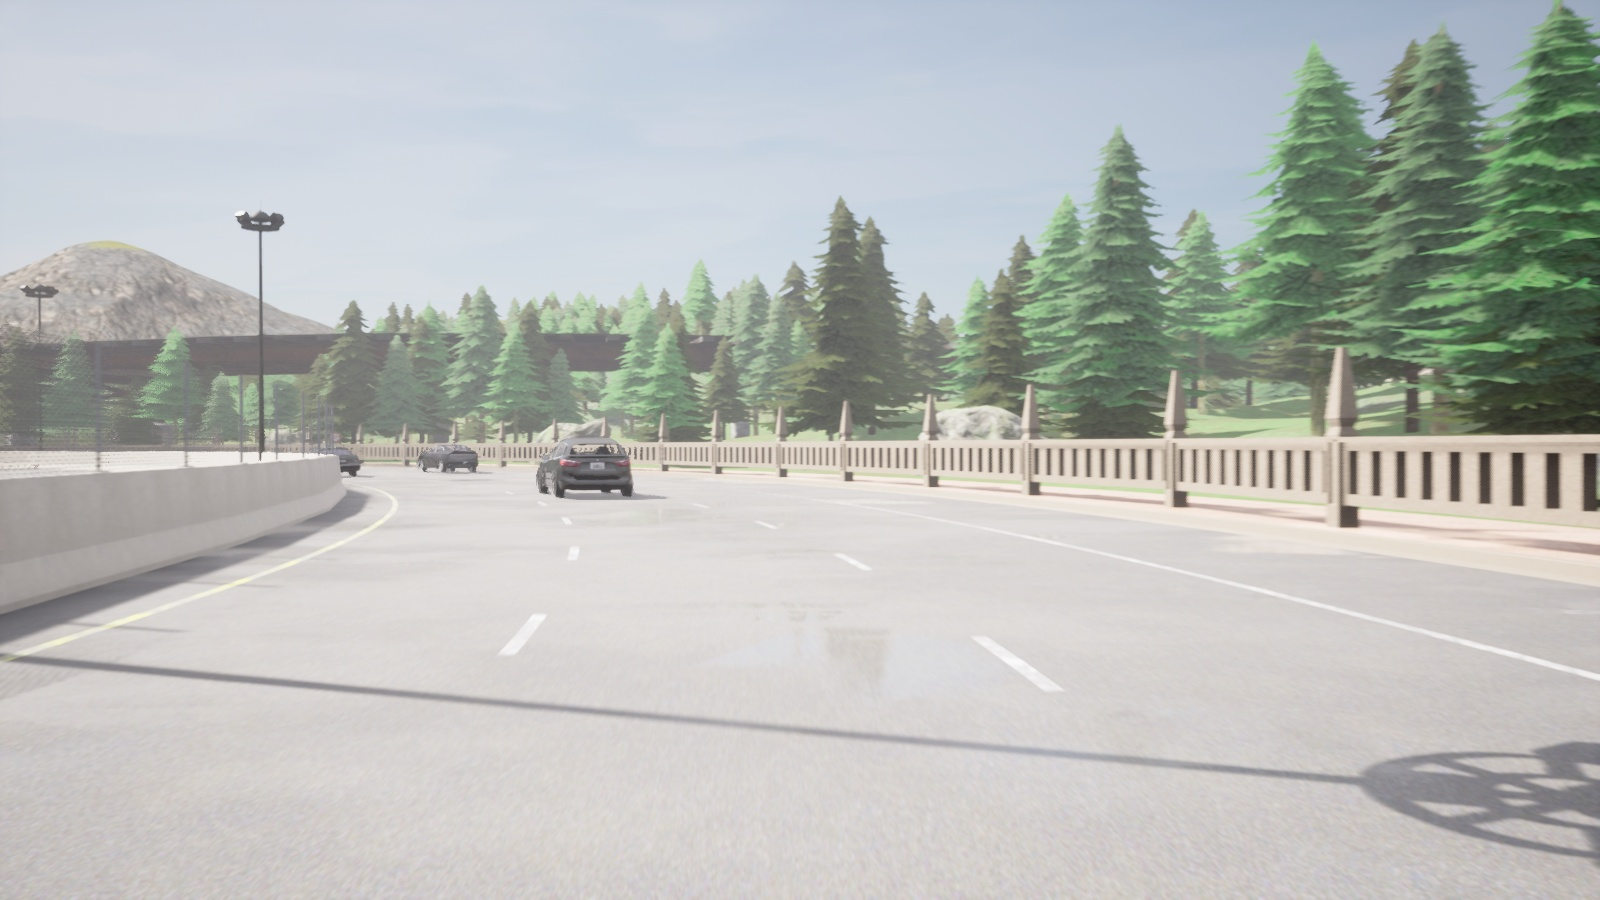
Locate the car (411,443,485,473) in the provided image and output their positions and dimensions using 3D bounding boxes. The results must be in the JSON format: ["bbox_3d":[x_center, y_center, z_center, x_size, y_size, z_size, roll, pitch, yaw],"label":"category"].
[{"bbox_3d":[-18.671,0.382,66.508,2.128,1.511,4.902,0,0,-37],"label":"car"}]

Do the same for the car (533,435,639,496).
[{"bbox_3d":[-6.303,0.405,36.504,2.242,1.667,4.611,0,0,-20],"label":"car"}]

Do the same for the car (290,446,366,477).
[{"bbox_3d":[-22.696,0.519,60.255,2.033,1.411,5.357,0,0,-36],"label":"car"}]
